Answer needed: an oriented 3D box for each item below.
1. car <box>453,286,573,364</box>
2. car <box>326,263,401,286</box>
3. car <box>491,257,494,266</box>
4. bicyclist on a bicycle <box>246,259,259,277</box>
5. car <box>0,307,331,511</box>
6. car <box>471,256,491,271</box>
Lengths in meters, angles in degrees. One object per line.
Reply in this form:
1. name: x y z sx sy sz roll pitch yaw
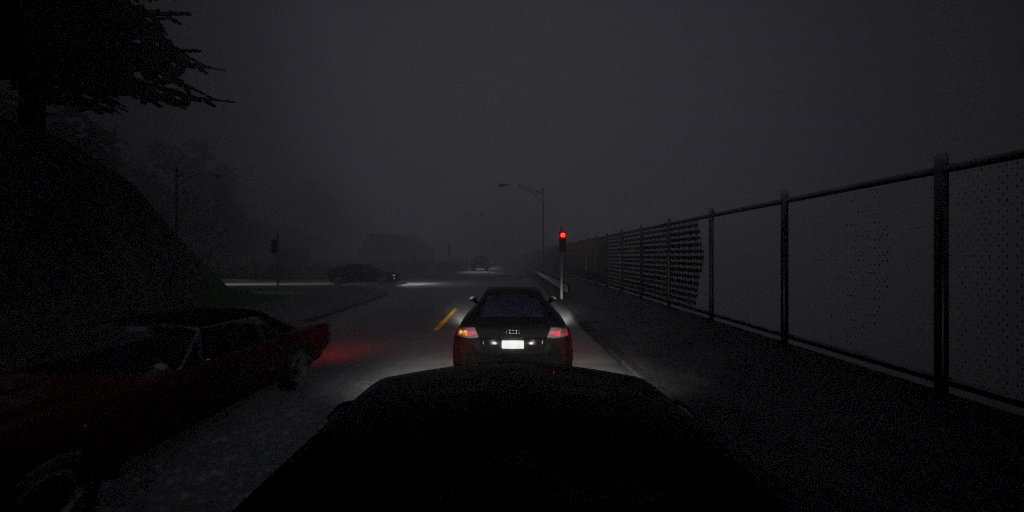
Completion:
1. car: 0.019 1.314 7.450 1.994 1.385 4.181 0 0 0
2. car: -10.370 1.255 25.239 4.892 1.490 1.837 0 0 -6
3. car: -4.542 1.274 60.501 1.812 1.442 4.674 0 0 0
4. bicyclist on a bicycle: -24.042 1.098 33.271 0.582 1.620 1.656 0 0 0
5. car: -4.095 1.351 4.035 1.895 1.301 4.718 0 0 0
6. car: -4.482 0.971 50.585 2.150 2.045 5.566 0 0 0
